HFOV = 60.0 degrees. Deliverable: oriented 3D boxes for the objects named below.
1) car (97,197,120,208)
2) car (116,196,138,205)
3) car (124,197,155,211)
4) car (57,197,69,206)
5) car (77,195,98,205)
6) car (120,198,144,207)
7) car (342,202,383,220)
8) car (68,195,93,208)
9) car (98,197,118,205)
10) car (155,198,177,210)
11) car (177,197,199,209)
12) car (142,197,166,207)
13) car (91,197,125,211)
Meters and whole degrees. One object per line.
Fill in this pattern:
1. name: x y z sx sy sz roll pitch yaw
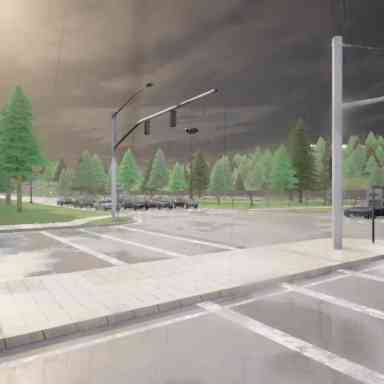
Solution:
1. car: -12.569 1.526 49.673 1.812 1.442 4.674 0 0 -35
2. car: -12.100 1.547 61.245 2.033 1.411 5.357 0 0 -34
3. car: -7.206 1.547 42.023 2.033 1.411 5.357 0 0 -35
4. car: -21.498 1.564 56.345 1.994 1.385 4.181 0 0 -35
5. car: -18.136 1.352 57.641 2.097 1.767 4.553 0 0 -35
6. car: -9.243 1.601 51.023 1.895 1.301 4.718 0 0 -35
7. car: 15.146 1.548 28.517 5.357 1.411 2.033 0 0 -35
8. car: -15.793 1.547 48.169 2.033 1.411 5.357 0 0 -35
9. car: -14.954 1.564 59.207 1.994 1.385 4.181 0 0 -35
10. car: -4.219 1.564 43.861 1.994 1.385 4.181 0 0 -35
11. car: -1.007 1.505 45.377 1.837 1.490 4.892 0 0 -35
12. car: -6.099 1.564 52.649 1.994 1.385 4.181 0 0 -35
13. car: -10.250 1.601 40.268 1.895 1.301 4.718 0 0 -35
